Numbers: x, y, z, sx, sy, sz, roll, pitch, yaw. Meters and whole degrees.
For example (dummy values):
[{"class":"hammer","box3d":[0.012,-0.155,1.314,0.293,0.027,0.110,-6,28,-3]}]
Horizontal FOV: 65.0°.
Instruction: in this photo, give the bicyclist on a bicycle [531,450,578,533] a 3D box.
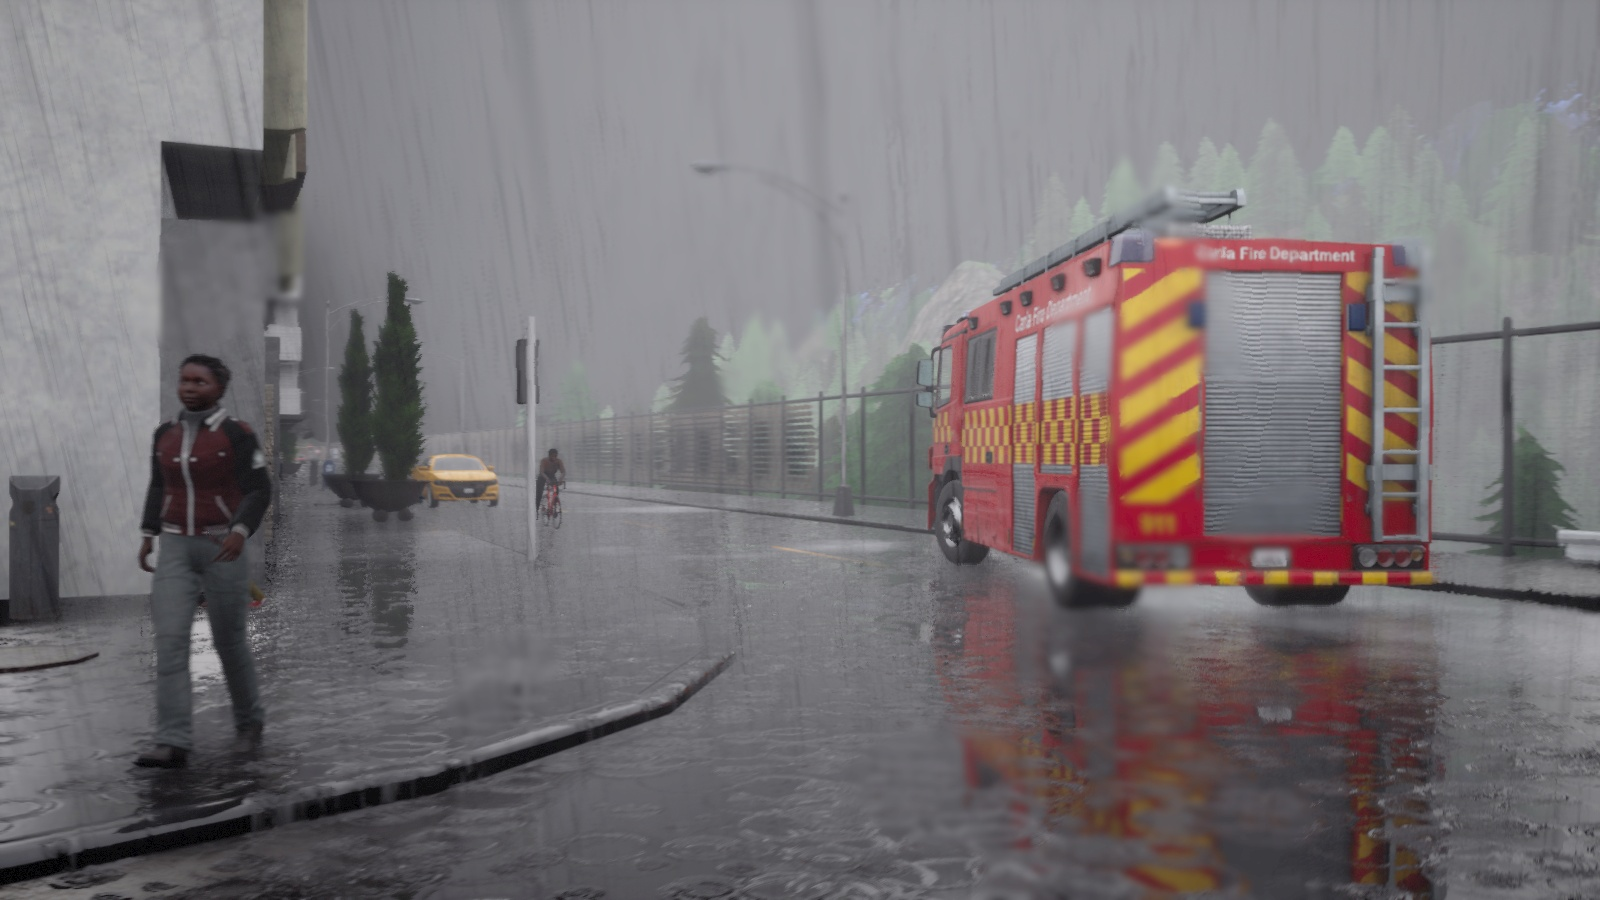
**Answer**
[{"class":"bicyclist on a bicycle","box3d":[-5.005,0.815,25.534,0.582,1.620,1.656,0,0,-24]}]

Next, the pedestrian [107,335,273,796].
[{"class":"pedestrian","box3d":[-2.695,0.484,5.591,0.402,1.930,0.666,0,0,1]}]

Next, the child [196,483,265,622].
[{"class":"child","box3d":[-5.070,0.896,11.180,0.343,1.192,0.448,0,0,34]}]

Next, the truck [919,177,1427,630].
[{"class":"truck","box3d":[3.614,-0.371,14.956,2.891,3.827,8.468,0,0,-5]}]

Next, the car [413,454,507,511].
[{"class":"car","box3d":[-9.997,0.900,36.687,1.882,1.535,5.008,0,0,-24]}]
